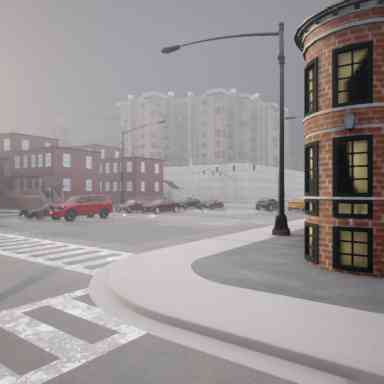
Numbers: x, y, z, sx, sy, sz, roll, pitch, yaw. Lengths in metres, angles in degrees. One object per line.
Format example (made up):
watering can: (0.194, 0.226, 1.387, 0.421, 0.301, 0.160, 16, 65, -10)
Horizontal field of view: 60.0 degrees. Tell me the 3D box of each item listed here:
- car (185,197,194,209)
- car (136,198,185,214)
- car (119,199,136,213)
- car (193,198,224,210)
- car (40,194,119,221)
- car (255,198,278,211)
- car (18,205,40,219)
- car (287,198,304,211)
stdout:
car: (-0.682, 1.492, 45.275, 2.128, 1.511, 4.902, 0, 0, 36)
car: (-3.313, 1.478, 35.610, 1.882, 1.535, 5.008, 0, 0, 36)
car: (-6.460, 1.526, 37.213, 1.812, 1.442, 4.674, 0, 0, 35)
car: (2.538, 1.564, 43.761, 1.994, 1.385, 4.181, 0, 0, 35)
car: (-9.109, 1.221, 27.509, 2.150, 2.045, 5.566, 0, 0, 36)
car: (9.515, 1.505, 41.210, 1.837, 1.490, 4.892, 0, 0, 36)
car: (-12.189, 1.547, 29.221, 2.033, 1.411, 5.357, 0, 0, 36)
car: (13.184, 1.478, 40.296, 1.882, 1.535, 5.008, 0, 0, 36)
